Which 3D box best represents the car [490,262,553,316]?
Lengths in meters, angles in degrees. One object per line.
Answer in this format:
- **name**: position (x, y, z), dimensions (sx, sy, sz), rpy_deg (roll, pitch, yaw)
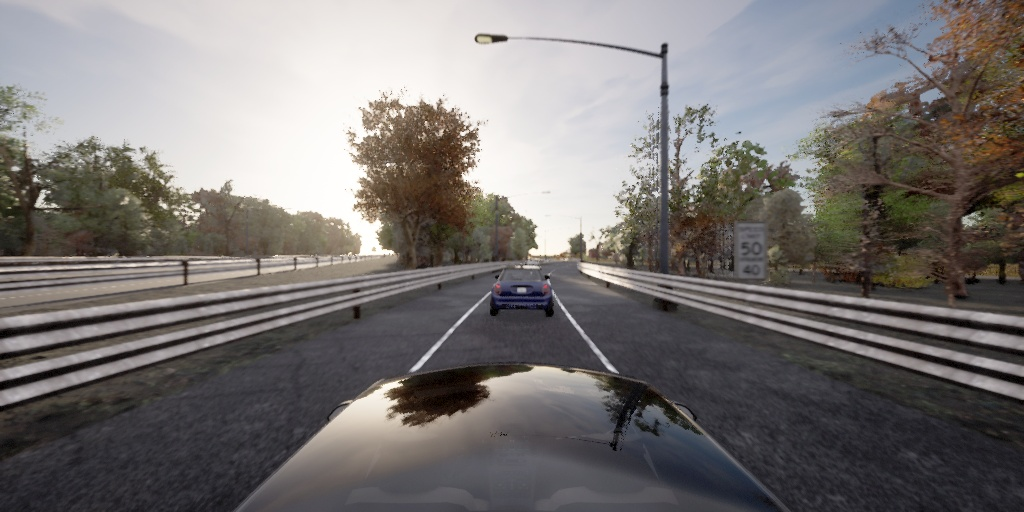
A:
- **car**: position (0.391, 1.146, 13.799), dimensions (2.097, 1.767, 4.553), rpy_deg (0, 0, 2)
